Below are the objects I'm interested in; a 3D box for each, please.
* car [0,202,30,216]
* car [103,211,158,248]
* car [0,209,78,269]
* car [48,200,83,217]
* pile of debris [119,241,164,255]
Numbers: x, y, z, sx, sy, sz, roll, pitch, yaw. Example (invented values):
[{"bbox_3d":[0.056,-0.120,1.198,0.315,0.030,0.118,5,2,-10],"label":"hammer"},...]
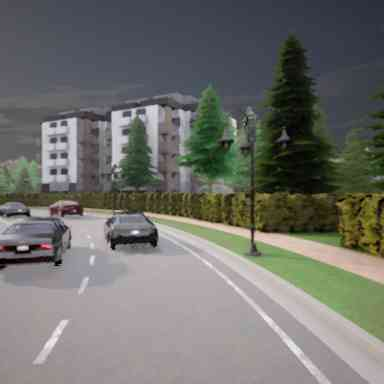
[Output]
[{"bbox_3d":[-16.448,1.584,30.610,1.994,1.385,4.181,0,0,-43],"label":"car"},{"bbox_3d":[-2.814,1.535,14.771,1.994,1.385,4.181,-1,0,-18],"label":"car"},{"bbox_3d":[-5.229,1.549,11.338,2.033,1.411,5.357,0,0,-16],"label":"car"},{"bbox_3d":[-11.605,1.467,30.442,1.882,1.535,5.008,0,0,-39],"label":"car"},{"bbox_3d":[-1.993,2.152,12.878,1.500,0.140,1.860,0,0,-17],"label":"pile of debris"}]
